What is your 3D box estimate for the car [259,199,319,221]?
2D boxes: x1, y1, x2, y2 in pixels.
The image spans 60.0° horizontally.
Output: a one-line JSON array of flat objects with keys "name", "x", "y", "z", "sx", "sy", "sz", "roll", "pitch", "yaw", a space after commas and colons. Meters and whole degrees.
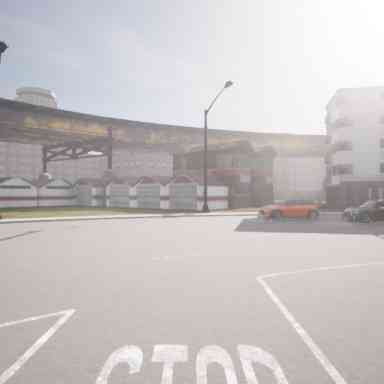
[{"name": "car", "x": 7.777, "y": 1.345, "z": 26.882, "sx": 4.553, "sy": 1.767, "sz": 2.097, "roll": 0, "pitch": 0, "yaw": -8}]

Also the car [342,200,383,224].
[{"name": "car", "x": 13.319, "y": 1.345, "z": 23.972, "sx": 4.553, "sy": 1.767, "sz": 2.097, "roll": 0, "pitch": 0, "yaw": -1}]
